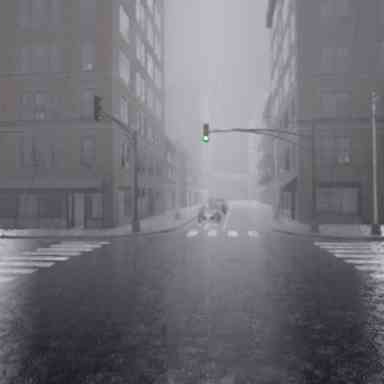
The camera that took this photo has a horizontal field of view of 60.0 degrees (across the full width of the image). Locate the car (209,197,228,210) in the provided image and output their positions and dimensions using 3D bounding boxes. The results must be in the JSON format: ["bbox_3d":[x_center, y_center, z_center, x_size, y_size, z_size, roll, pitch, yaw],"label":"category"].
[{"bbox_3d":[2.946,1.560,38.970,2.150,2.045,5.566,-1,-1,8],"label":"car"}]

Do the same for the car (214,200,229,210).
[{"bbox_3d":[4.580,2.011,51.382,1.994,1.385,4.181,-1,-1,8],"label":"car"}]

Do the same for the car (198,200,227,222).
[{"bbox_3d":[1.595,1.740,28.615,2.128,1.511,4.902,-1,-1,8],"label":"car"}]
